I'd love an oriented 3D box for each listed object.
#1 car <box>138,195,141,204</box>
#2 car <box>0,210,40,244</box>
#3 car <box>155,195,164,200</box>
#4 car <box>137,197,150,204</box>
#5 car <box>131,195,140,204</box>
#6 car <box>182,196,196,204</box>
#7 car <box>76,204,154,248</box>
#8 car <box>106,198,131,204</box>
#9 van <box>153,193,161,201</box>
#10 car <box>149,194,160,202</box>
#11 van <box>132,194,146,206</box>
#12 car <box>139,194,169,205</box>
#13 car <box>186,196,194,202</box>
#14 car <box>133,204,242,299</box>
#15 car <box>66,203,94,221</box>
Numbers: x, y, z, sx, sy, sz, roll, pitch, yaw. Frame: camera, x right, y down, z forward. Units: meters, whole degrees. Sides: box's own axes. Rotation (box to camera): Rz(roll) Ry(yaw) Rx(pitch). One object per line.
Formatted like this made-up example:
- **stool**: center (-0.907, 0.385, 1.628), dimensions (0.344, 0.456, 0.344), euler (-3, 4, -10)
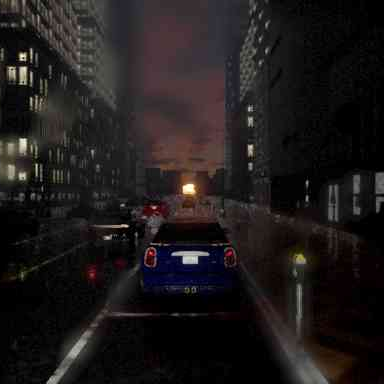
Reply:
- **car**: center (-6.146, 1.581, 48.812), dimensions (2.033, 1.411, 5.357), euler (0, 0, 0)
- **car**: center (-8.833, 1.563, 15.800), dimensions (1.947, 1.339, 4.313), euler (0, 0, 0)
- **car**: center (-8.832, 1.503, 89.799), dimensions (1.947, 1.339, 4.313), euler (0, 0, 0)
- **car**: center (-8.832, 1.550, 61.338), dimensions (1.802, 1.307, 4.206), euler (0, 0, 0)
- **car**: center (-8.832, 1.522, 49.953), dimensions (1.887, 1.381, 4.507), euler (0, 0, 0)
- **car**: center (-0.452, 1.548, 44.248), dimensions (1.947, 1.339, 4.313), euler (0, 0, 0)
- **car**: center (-3.145, 1.493, 14.812), dimensions (2.128, 1.511, 4.902), euler (0, 0, 0)
- **car**: center (-8.833, 1.536, 38.569), dimensions (2.008, 1.369, 4.403), euler (0, 0, 0)
- **van**: center (-8.831, 1.285, 84.106), dimensions (1.690, 1.788, 3.998), euler (0, 0, 0)
- **car**: center (-8.832, 1.390, 78.413), dimensions (1.967, 1.590, 4.097), euler (0, 0, 0)
- **van**: center (-8.831, 1.314, 55.646), dimensions (1.690, 1.788, 3.998), euler (0, 0, 0)
- **car**: center (-3.145, 1.358, 29.782), dimensions (2.097, 1.767, 4.553), euler (0, 0, 0)
- **car**: center (-0.452, 1.532, 78.399), dimensions (1.802, 1.307, 4.206), euler (0, 0, 0)
- **car**: center (-0.032, 1.351, 8.619), dimensions (2.097, 1.767, 4.553), euler (0, 0, 0)
- **car**: center (-8.832, 1.574, 27.183), dimensions (1.802, 1.307, 4.206), euler (0, 0, 0)
